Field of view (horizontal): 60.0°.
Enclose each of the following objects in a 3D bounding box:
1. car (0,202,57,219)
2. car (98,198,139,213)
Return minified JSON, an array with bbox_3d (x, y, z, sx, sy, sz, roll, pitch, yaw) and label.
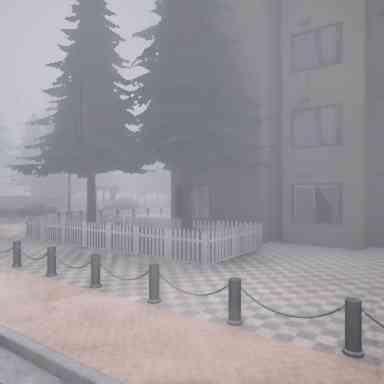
[{"bbox_3d":[-14.366,1.585,28.805,1.895,1.301,4.718,0,0,37],"label":"car"},{"bbox_3d":[-8.131,1.477,37.051,2.128,1.511,4.902,0,0,37],"label":"car"}]
